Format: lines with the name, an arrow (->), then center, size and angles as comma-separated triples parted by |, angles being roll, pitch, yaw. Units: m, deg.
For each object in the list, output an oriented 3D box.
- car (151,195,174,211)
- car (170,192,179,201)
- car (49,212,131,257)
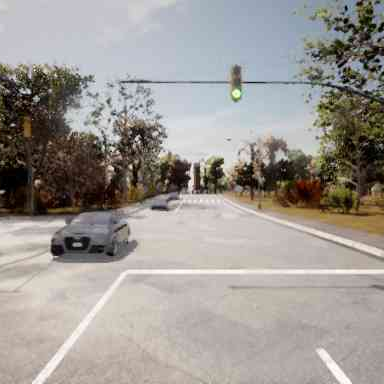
car -> -3.587, 1.435, 38.396 | 2.033, 1.411, 5.357 | 0, 1, 0
car -> -3.352, 0.855, 62.330 | 1.837, 1.490, 4.892 | 0, 2, 1
car -> -3.504, 1.425, 12.150 | 1.994, 1.385, 4.181 | 0, 0, 0
